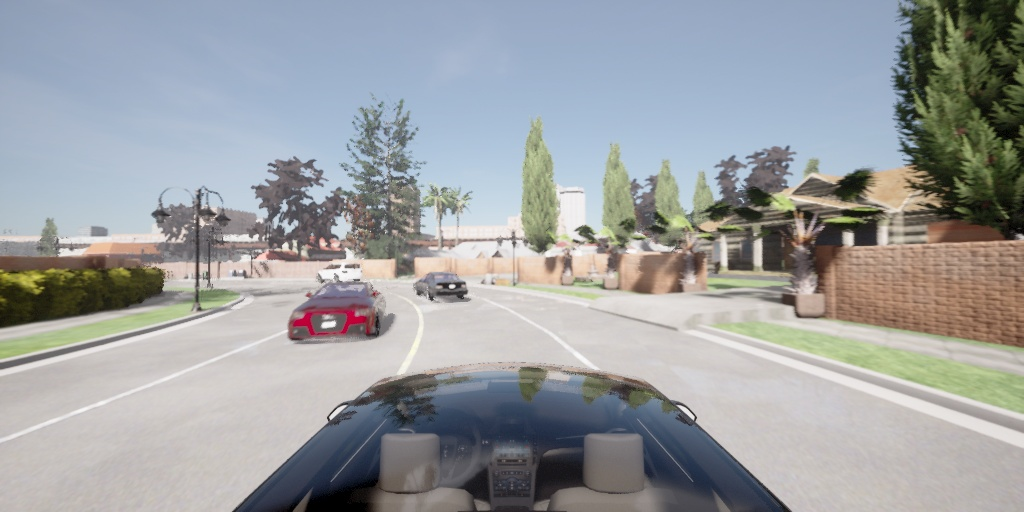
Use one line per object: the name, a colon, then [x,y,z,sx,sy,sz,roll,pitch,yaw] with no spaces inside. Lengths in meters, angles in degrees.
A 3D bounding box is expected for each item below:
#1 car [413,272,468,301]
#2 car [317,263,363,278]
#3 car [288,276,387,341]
car: [-4.001,1.571,19.569,2.033,1.411,5.357,0,-1,-26]
car: [-16.652,1.679,34.633,5.566,2.045,2.150,-2,-2,37]
car: [-4.787,1.450,10.367,1.994,1.385,4.181,0,-1,-14]
